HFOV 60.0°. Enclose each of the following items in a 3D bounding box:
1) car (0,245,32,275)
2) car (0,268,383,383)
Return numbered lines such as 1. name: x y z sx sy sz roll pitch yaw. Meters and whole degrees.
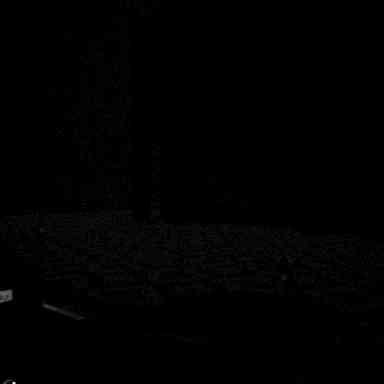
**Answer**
1. car: -4.448 1.557 6.023 4.313 1.339 1.947 0 0 35
2. car: 0.142 1.564 2.749 4.313 1.339 1.947 0 0 35
